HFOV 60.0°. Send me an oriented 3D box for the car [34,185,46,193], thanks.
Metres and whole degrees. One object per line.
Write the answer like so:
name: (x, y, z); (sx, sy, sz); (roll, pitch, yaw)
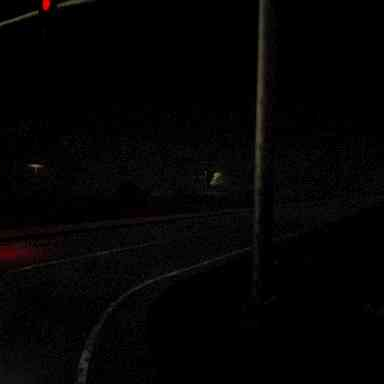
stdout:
car: (-35.560, -0.631, 78.077); (1.905, 1.878, 3.866); (7, 1, -12)
